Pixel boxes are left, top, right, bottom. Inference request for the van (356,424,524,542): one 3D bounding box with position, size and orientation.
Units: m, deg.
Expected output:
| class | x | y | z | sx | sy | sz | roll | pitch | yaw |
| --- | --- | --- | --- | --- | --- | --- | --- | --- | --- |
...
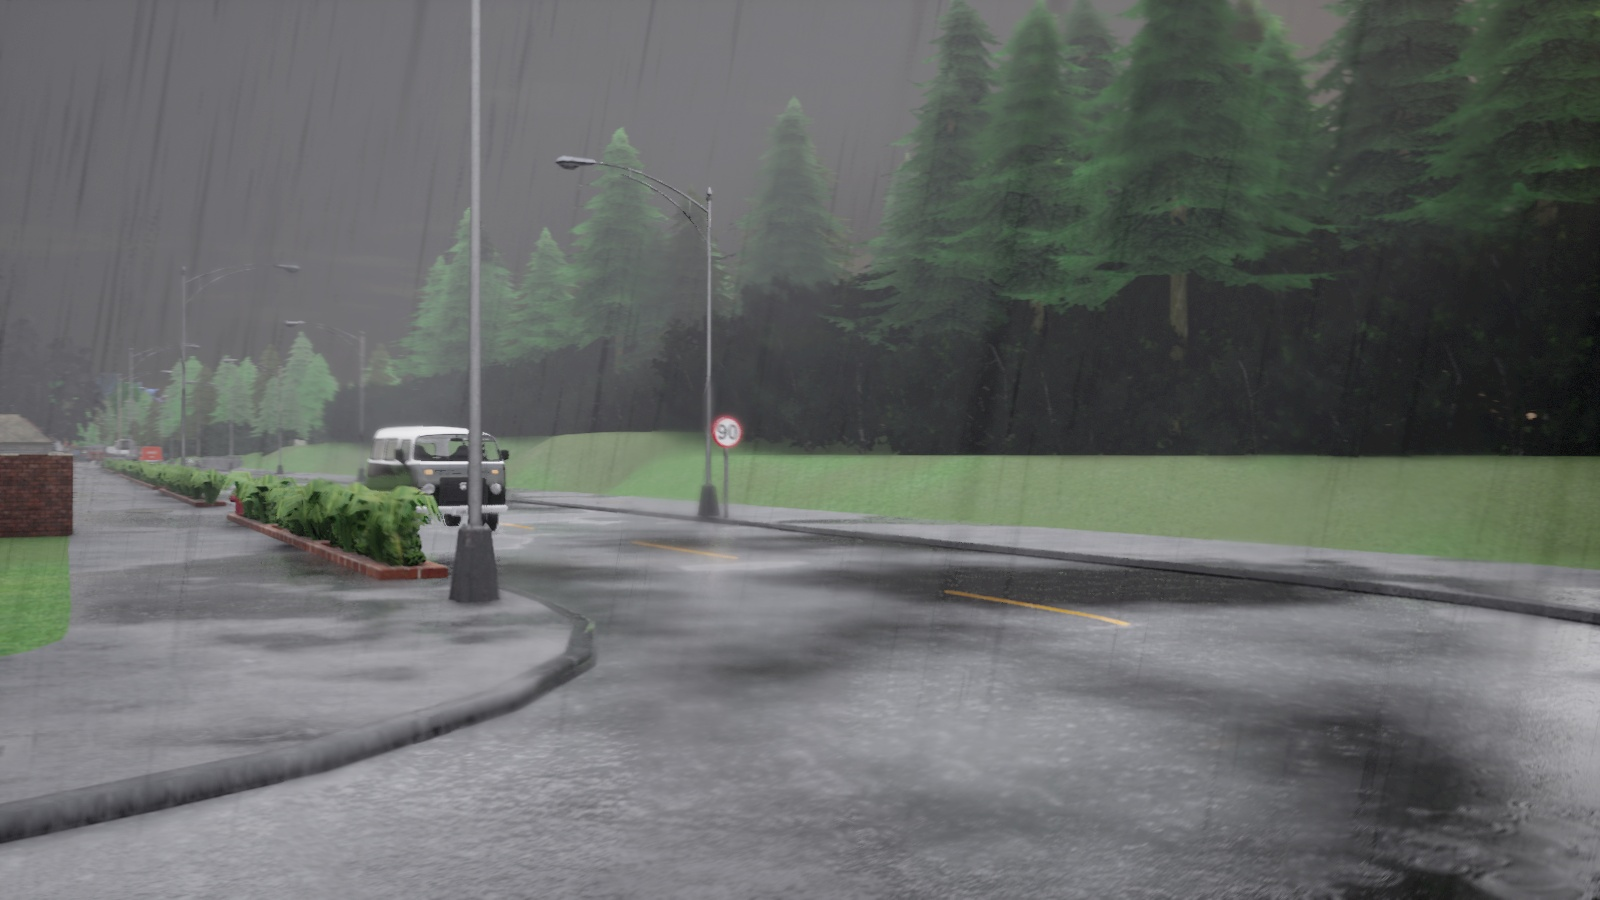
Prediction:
| class | x | y | z | sx | sy | sz | roll | pitch | yaw |
| --- | --- | --- | --- | --- | --- | --- | --- | --- | --- |
| van | -7.042 | 0.584 | 24.224 | 2.069 | 2.038 | 4.480 | 0 | 0 | -30 |
